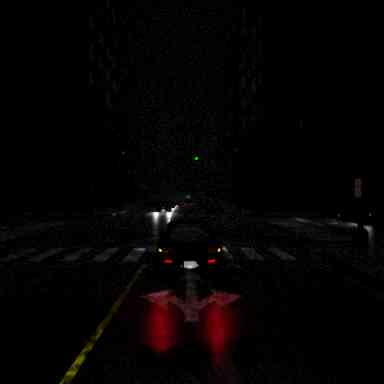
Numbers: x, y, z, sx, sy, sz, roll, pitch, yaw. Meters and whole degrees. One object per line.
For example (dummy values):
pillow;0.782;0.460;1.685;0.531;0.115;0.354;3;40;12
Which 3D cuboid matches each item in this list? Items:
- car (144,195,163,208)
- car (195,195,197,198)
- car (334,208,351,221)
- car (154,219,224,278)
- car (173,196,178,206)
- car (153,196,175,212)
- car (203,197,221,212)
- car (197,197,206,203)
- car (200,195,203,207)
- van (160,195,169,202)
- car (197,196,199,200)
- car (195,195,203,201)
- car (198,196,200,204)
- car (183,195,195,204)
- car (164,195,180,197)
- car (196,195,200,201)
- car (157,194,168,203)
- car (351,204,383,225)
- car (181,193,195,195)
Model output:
car;-6.098;1.436;51.012;2.192;1.841;5.009;0;0;-1
car;2.176;1.702;67.716;2.008;1.369;4.403;0;0;-1
car;14.381;1.657;27.552;4.718;1.301;1.895;0;0;2
car;-0.115;1.552;10.155;1.812;1.442;4.674;0;0;-2
car;-3.504;1.684;50.349;1.994;1.385;4.181;0;0;-1
car;-3.373;1.604;40.489;1.837;1.490;4.892;0;0;-2
car;2.592;1.623;40.260;1.752;1.417;4.829;0;0;-1
car;2.093;1.742;73.241;1.802;1.307;4.206;0;0;-1
car;2.510;1.550;45.615;1.967;1.590;4.097;0;0;-1
van;-6.513;1.509;78.638;1.690;1.788;3.998;0;0;-1
car;2.343;1.698;56.666;1.947;1.339;4.313;0;0;-1
car;1.963;1.662;91.277;1.882;1.535;5.008;0;0;-1
car;2.427;1.672;51.140;2.008;1.369;4.403;0;0;-1
car;-0.711;1.747;69.641;1.895;1.301;4.718;0;0;-1
car;-3.618;1.664;60.281;1.812;1.442;4.674;0;0;0
car;2.260;1.686;62.192;1.887;1.381;4.507;0;0;-1
car;-6.432;1.475;73.114;2.192;1.841;5.009;0;0;-1
car;14.571;1.582;24.302;4.674;1.442;1.812;0;0;-3
car;-0.861;1.288;79.642;2.150;2.045;5.566;0;0;-1
